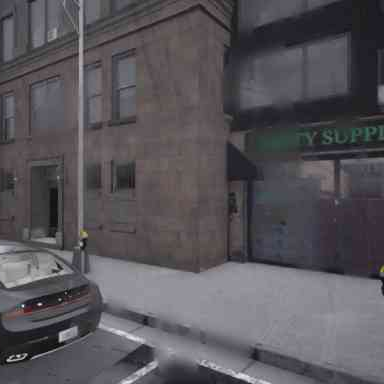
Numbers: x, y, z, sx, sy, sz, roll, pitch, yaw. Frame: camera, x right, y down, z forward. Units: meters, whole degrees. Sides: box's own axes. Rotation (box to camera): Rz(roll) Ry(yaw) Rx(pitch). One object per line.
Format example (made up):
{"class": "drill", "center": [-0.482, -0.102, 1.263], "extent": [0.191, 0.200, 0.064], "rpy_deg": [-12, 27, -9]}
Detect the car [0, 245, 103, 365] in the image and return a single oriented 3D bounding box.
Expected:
{"class": "car", "center": [-3.330, 1.550, 5.452], "extent": [4.403, 1.369, 2.008], "rpy_deg": [0, 0, 35]}
